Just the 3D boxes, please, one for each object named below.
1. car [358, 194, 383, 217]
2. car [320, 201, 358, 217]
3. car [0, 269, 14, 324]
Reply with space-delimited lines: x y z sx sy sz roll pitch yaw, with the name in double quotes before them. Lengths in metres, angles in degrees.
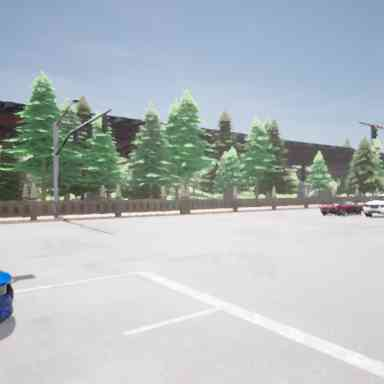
"car" 17.407 1.183 29.399 5.566 2.045 2.150 0 0 -36
"car" 14.116 1.565 31.342 4.718 1.301 1.895 0 0 -36
"car" -5.172 1.479 4.379 5.008 1.535 1.882 0 0 -35
